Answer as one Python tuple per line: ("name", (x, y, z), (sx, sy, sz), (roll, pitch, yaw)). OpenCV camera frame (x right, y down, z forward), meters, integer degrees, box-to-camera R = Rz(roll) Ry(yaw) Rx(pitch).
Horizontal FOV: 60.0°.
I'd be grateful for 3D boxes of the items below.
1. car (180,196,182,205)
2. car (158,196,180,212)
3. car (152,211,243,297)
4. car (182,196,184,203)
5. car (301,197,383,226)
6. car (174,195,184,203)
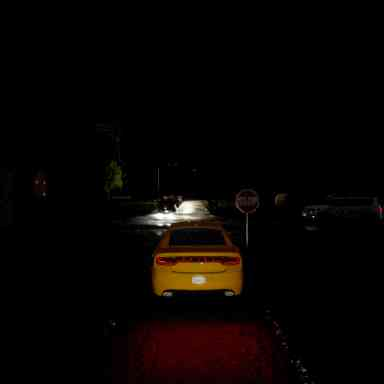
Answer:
("car", (-2.760, 1.524, 48.034), (1.812, 1.442, 4.674), (0, 0, 0))
("car", (-2.809, 1.491, 38.142), (2.128, 1.511, 4.902), (0, 0, 1))
("car", (0.078, 1.479, 8.625), (1.882, 1.535, 5.008), (0, 0, -1))
("car", (-2.715, 1.522, 58.309), (1.812, 1.442, 4.674), (0, 0, 0))
("car", (10.988, 1.358, 24.471), (5.566, 2.045, 2.150), (1, -1, -3))
("car", (-2.658, 1.471, 68.628), (1.882, 1.535, 5.008), (0, 0, 0))
